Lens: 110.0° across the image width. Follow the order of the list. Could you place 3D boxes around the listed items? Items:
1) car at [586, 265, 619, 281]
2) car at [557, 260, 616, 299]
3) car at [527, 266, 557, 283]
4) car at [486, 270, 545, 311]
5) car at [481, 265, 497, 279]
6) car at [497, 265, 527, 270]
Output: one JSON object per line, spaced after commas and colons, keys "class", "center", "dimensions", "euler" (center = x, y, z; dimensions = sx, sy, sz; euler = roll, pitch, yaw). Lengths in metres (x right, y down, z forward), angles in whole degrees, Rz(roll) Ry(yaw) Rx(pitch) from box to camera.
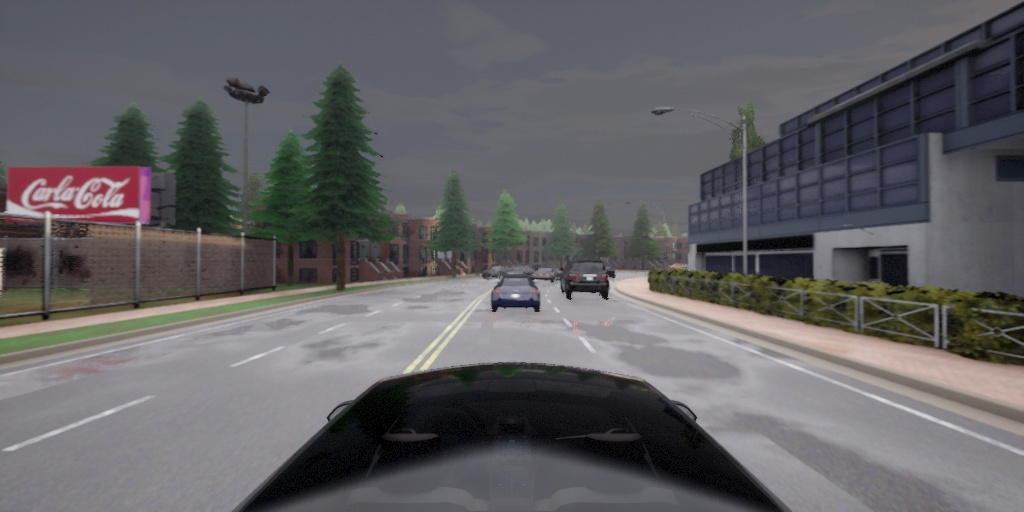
{"class": "car", "center": [9.471, 1.716, 37.269], "dimensions": [2.128, 1.511, 4.902], "euler": [-1, -1, 30]}
{"class": "car", "center": [3.934, 1.216, 19.976], "dimensions": [2.150, 2.045, 5.566], "euler": [0, -1, 4]}
{"class": "car", "center": [3.460, 1.716, 33.242], "dimensions": [2.033, 1.411, 5.357], "euler": [0, -1, 22]}
{"class": "car", "center": [0.201, 1.496, 15.467], "dimensions": [1.994, 1.385, 4.181], "euler": [0, -1, 2]}
{"class": "car", "center": [-1.500, 1.751, 39.288], "dimensions": [1.837, 1.490, 4.892], "euler": [-1, -1, 27]}
{"class": "car", "center": [0.780, 1.695, 36.001], "dimensions": [2.128, 1.511, 4.902], "euler": [0, -1, 25]}
